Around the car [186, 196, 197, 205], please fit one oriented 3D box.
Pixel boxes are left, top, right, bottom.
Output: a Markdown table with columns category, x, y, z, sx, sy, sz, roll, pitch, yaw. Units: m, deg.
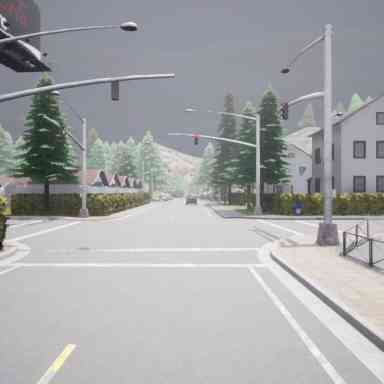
| category | x | y | z | sx | sy | sz | roll | pitch | yaw |
| --- | --- | --- | --- | --- | --- | --- | --- | --- | --- |
| car | -0.089 | 1.505 | 59.293 | 1.837 | 1.490 | 4.892 | 0 | 0 | 0 |
